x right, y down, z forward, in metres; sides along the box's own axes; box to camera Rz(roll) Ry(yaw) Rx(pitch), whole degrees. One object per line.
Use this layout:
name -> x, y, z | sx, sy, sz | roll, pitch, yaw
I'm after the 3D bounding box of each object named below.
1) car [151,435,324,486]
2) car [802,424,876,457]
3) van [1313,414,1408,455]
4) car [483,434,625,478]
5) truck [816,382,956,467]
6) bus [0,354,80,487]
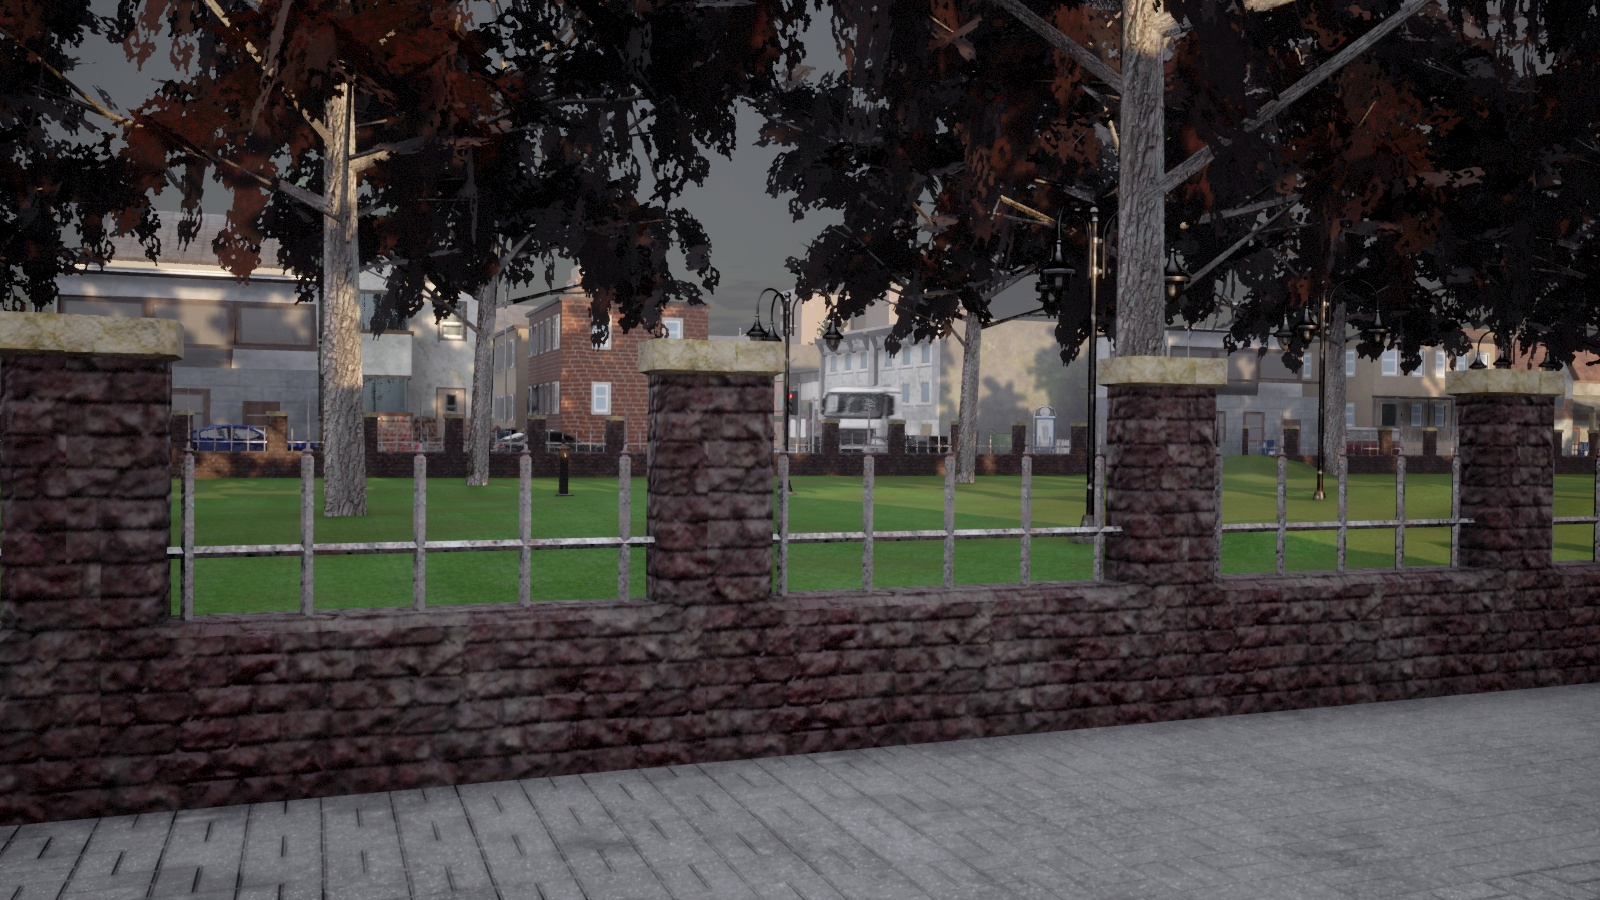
car -> -18.238, 0.307, 40.900 | 5.008, 1.535, 1.882 | -1, 1, -24
car -> 2.013, -0.538, 67.172 | 2.152, 1.651, 5.027 | -1, 1, -21
van -> 28.271, -0.785, 63.343 | 4.442, 1.987, 1.775 | -1, 1, -21
car -> -8.734, 0.192, 44.624 | 4.674, 1.442, 1.812 | -1, 1, -24
truck -> 3.908, -1.119, 54.801 | 2.891, 3.462, 7.936 | 0, 1, 30
bus -> -29.039, -0.918, 40.170 | 10.273, 4.253, 3.944 | -1, 2, -31
